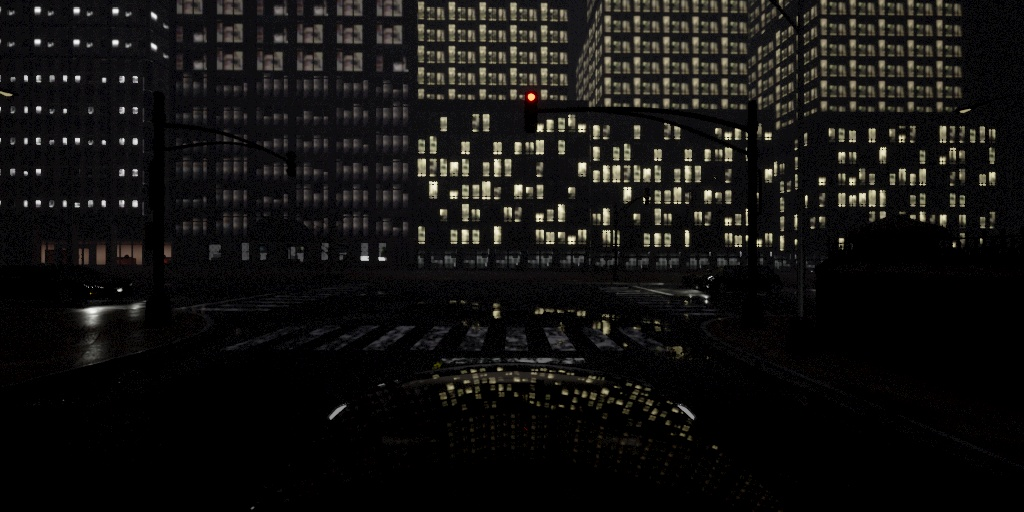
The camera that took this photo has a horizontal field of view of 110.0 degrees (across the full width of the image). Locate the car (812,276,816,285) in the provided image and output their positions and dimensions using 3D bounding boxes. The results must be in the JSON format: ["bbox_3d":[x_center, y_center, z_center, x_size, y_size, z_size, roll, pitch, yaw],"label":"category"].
[{"bbox_3d":[23.460,1.666,24.451,4.718,1.301,1.895,1,0,-1],"label":"car"}]

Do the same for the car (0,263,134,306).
[{"bbox_3d":[-17.613,1.043,13.844,4.892,1.490,1.837,1,0,-1],"label":"car"}]

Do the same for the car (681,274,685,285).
[{"bbox_3d":[14.134,1.429,24.300,5.008,1.535,1.882,1,0,-2],"label":"car"}]

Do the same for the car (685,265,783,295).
[{"bbox_3d":[13.084,1.283,21.036,4.553,1.767,2.097,1,0,-1],"label":"car"}]
